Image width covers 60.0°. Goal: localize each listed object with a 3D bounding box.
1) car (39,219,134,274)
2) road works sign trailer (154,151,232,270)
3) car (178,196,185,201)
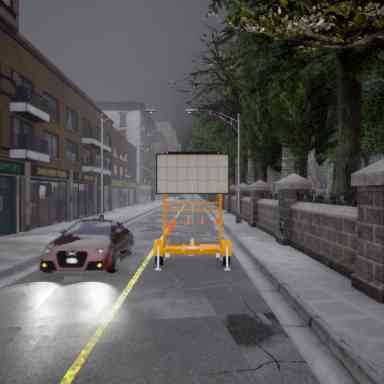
[{"bbox_3d":[-3.078,1.570,10.513,1.994,1.385,4.181,0,0,0],"label":"car"},{"bbox_3d":[0.022,0.470,10.984,2.380,3.560,2.880,0,0,0],"label":"road works sign trailer"},{"bbox_3d":[-2.812,1.696,92.305,2.033,1.411,5.357,0,0,0],"label":"car"}]
